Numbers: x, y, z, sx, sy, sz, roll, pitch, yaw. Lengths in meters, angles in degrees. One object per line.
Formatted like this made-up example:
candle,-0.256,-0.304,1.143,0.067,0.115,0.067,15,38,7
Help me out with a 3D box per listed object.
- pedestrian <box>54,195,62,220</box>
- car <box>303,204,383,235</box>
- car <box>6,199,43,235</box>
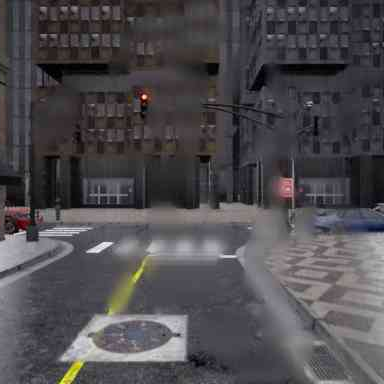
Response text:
pedestrian,-9.812,1.153,24.334,0.375,1.860,0.375,0,0,1
car,8.834,1.532,17.872,5.357,1.411,2.033,0,0,1
car,-11.150,1.234,18.112,5.566,2.045,2.150,0,0,1
